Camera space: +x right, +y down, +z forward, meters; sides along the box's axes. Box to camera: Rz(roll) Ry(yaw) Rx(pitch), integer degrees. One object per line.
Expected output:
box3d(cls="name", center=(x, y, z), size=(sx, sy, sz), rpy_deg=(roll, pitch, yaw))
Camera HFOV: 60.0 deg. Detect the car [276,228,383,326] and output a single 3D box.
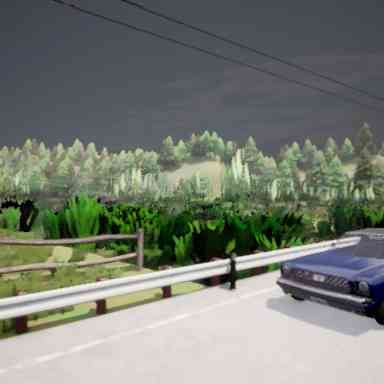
box3d(cls="car", center=(3.912, 1.494, 6.957), size=(4.718, 1.301, 1.895), rpy_deg=(-1, 0, -37))
